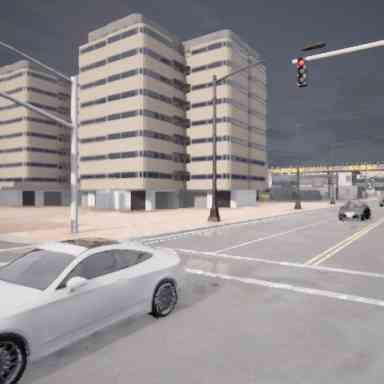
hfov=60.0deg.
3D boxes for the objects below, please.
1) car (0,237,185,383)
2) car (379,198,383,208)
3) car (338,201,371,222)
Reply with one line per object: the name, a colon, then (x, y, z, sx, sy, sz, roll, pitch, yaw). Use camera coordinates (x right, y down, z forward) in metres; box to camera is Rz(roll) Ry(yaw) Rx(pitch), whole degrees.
car: (-1.939, 1.530, 5.385, 1.812, 1.442, 4.674, 0, 0, 35)
car: (28.263, 1.481, 48.014, 2.033, 1.411, 5.357, 0, 0, 35)
car: (12.984, 1.495, 26.451, 2.128, 1.511, 4.902, 0, 0, 35)
